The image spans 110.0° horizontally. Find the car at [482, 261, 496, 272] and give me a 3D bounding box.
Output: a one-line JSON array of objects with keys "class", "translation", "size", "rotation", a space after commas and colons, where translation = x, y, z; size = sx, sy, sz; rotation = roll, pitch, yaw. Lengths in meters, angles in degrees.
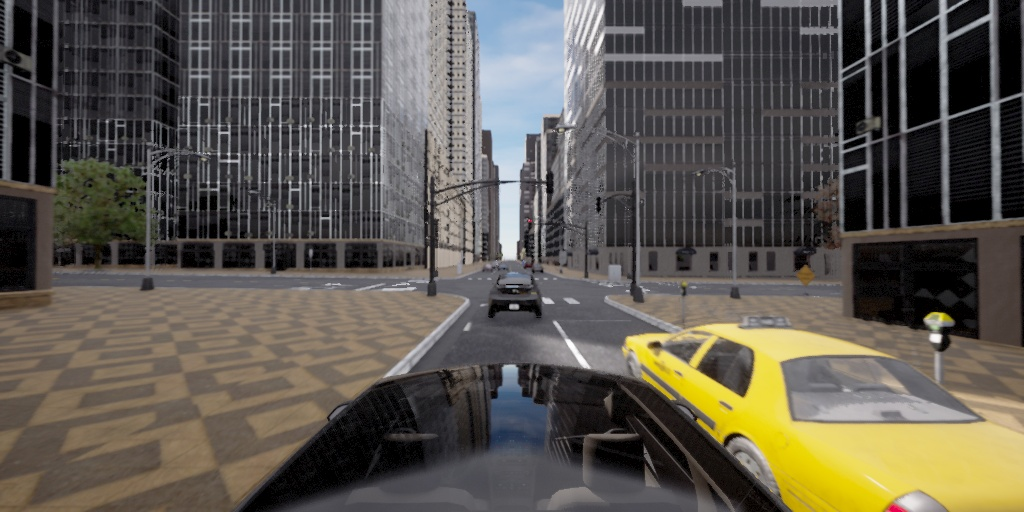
[{"class": "car", "translation": [-4.119, 2.013, 60.292], "size": [1.802, 1.307, 4.207], "rotation": [0, 0, 0]}]

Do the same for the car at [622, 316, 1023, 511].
[{"class": "car", "translation": [2.564, 1.299, 3.883], "size": [1.751, 1.417, 4.829], "rotation": [0, 0, 0]}]

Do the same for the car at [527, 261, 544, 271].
[{"class": "car", "translation": [3.844, 1.937, 54.814], "size": [1.948, 1.339, 4.313], "rotation": [0, 0, 0]}]

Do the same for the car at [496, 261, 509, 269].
[{"class": "car", "translation": [-1.607, 2.047, 65.210], "size": [1.994, 1.385, 4.181], "rotation": [0, -1, 0]}]

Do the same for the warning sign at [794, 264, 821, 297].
[{"class": "warning sign", "translation": [17.253, 1.427, 21.036], "size": [1.060, 1.860, 1.300], "rotation": [0, 0, -3]}]

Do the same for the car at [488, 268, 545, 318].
[{"class": "car", "translation": [0.175, 1.393, 13.773], "size": [1.837, 1.490, 4.892], "rotation": [0, -1, 3]}]
